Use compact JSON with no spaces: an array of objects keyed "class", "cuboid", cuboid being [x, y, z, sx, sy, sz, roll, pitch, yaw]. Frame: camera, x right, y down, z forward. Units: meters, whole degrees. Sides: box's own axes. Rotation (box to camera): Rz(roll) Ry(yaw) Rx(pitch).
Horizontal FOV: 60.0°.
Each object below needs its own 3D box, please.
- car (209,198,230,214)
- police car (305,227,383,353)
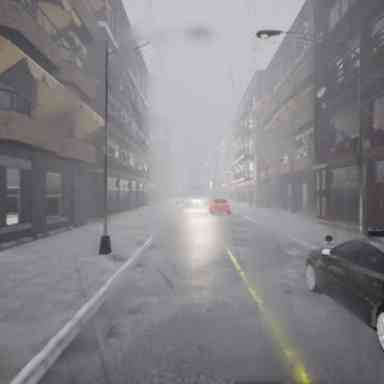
[{"class":"car","cuboid":[2.972,1.465,36.564,2.097,1.767,4.553,0,0,1]},{"class":"police car","cuboid":[3.591,1.455,6.042,1.930,1.638,5.238,0,0,0]}]
